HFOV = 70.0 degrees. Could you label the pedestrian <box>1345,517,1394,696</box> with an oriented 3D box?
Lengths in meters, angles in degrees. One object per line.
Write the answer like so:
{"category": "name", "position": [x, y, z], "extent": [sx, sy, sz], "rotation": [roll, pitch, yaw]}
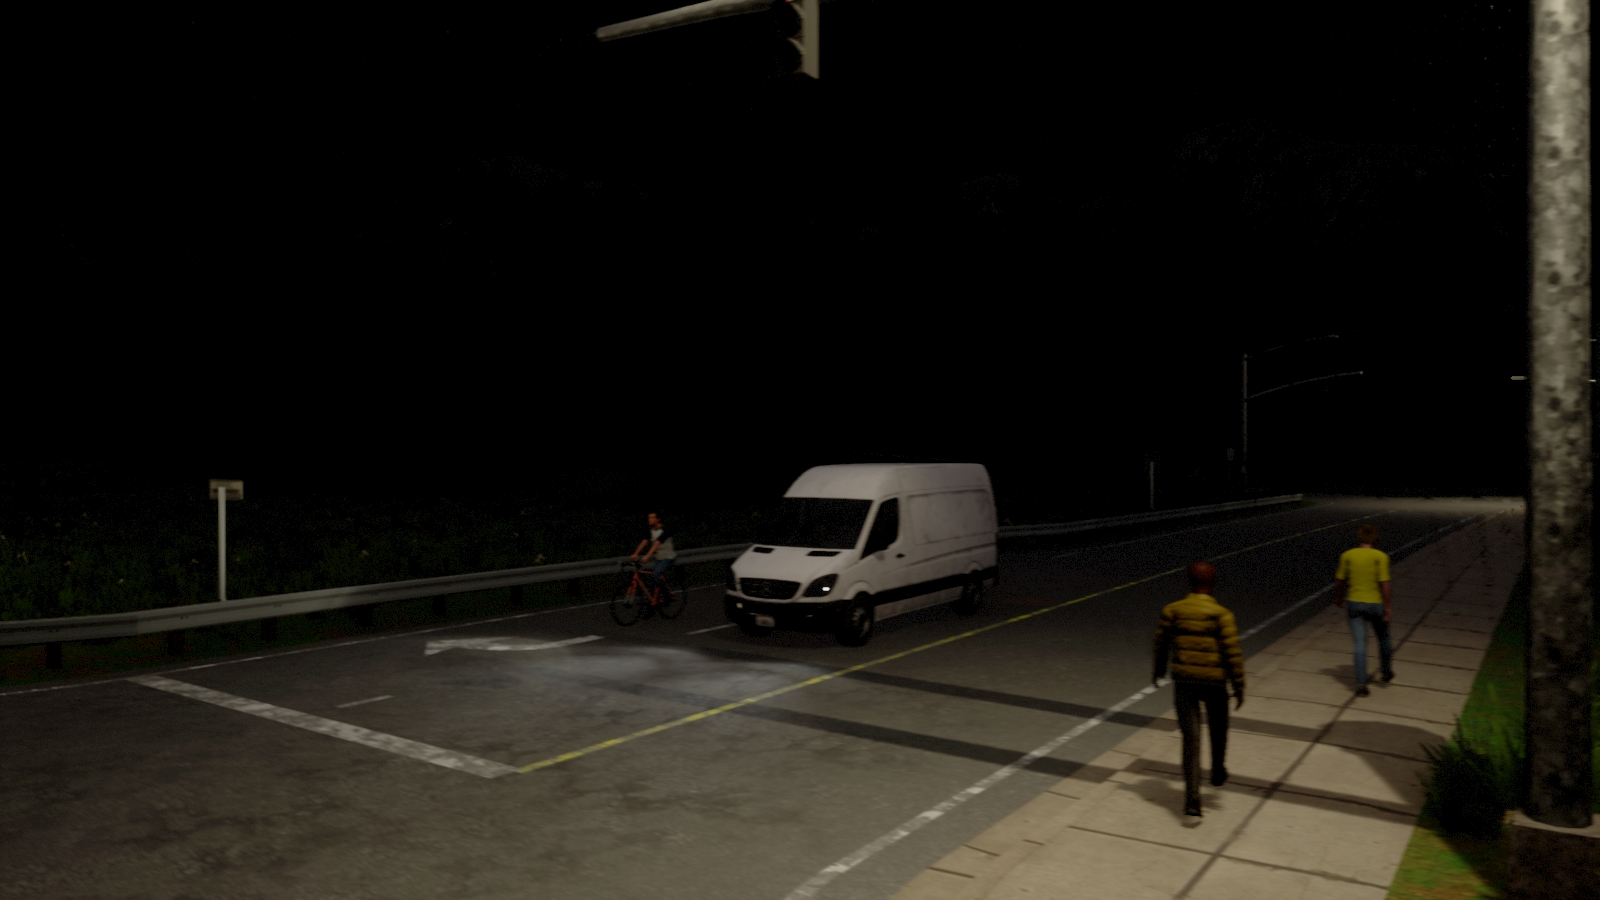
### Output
{"category": "pedestrian", "position": [6.154, 1.669, 12.349], "extent": [0.375, 1.860, 0.375], "rotation": [0, 0, 44]}

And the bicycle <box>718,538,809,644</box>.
{"category": "bicycle", "position": [-0.521, 2.078, 17.102], "extent": [0.373, 1.396, 1.643], "rotation": [0, 0, 39]}

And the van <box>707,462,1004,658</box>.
{"category": "van", "position": [1.139, 1.506, 18.297], "extent": [1.988, 2.561, 5.915], "rotation": [0, 0, 34]}

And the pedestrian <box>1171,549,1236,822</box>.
{"category": "pedestrian", "position": [2.913, 1.669, 8.239], "extent": [0.375, 1.860, 0.375], "rotation": [0, 0, 31]}
